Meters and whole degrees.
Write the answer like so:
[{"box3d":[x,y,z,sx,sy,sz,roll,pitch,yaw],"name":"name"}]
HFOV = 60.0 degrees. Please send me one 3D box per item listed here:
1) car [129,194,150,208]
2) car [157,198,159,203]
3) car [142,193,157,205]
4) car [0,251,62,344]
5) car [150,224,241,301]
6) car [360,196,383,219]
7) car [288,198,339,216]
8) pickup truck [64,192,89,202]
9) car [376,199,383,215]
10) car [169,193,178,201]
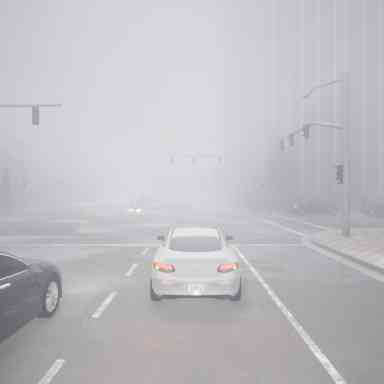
[{"box3d":[-7.820,1.491,47.950,2.128,1.511,4.902,0,0,-1],"name":"car"},{"box3d":[-8.016,1.564,68.852,1.994,1.385,4.181,0,0,-1],"name":"car"},{"box3d":[-7.944,1.221,57.969,2.150,2.045,5.566,0,0,-1],"name":"car"},{"box3d":[-3.436,1.505,4.538,1.837,1.490,4.892,0,0,0],"name":"car"},{"box3d":[0.078,1.526,8.188,1.812,1.442,4.674,0,0,0],"name":"car"},{"box3d":[17.711,1.221,29.026,5.566,2.045,2.150,0,0,0],"name":"car"},{"box3d":[11.772,1.352,32.482,4.553,1.767,2.097,0,0,0],"name":"car"},{"box3d":[-24.658,1.058,70.241,2.390,2.098,6.274,0,0,30],"name":"pickup truck"},{"box3d":[20.998,1.478,32.548,5.008,1.535,1.882,0,0,0],"name":"car"},{"box3d":[-4.747,1.225,85.462,2.150,2.045,5.566,0,0,-1],"name":"car"}]
